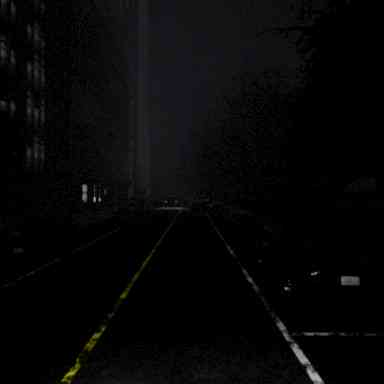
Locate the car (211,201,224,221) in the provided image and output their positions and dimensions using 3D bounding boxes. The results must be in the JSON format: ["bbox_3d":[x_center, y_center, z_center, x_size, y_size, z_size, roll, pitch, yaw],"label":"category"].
[{"bbox_3d":[2.698,1.614,24.540,2.008,1.369,4.403,0,0,0],"label":"car"}]

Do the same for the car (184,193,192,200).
[{"bbox_3d":[-1.002,1.220,89.187,2.097,1.767,4.553,0,0,-1],"label":"car"}]

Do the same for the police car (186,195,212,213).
[{"bbox_3d":[0.737,1.505,38.006,1.930,1.638,5.238,0,0,-3],"label":"police car"}]

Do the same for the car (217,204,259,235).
[{"bbox_3d":[2.697,1.596,18.980,1.887,1.381,4.507,0,0,0],"label":"car"}]

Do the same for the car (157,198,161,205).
[{"bbox_3d":[-6.016,1.640,57.916,1.947,1.339,4.313,0,0,-1],"label":"car"}]

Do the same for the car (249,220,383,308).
[{"bbox_3d":[2.755,1.588,7.865,1.947,1.339,4.313,0,0,0],"label":"car"}]

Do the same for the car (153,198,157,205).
[{"bbox_3d":[-5.823,1.648,41.170,1.947,1.339,4.313,0,0,0],"label":"car"}]

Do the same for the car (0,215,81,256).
[{"bbox_3d":[-5.831,1.605,13.366,1.947,1.339,4.313,0,0,0],"label":"car"}]

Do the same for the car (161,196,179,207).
[{"bbox_3d":[-3.150,1.432,51.859,2.097,1.767,4.553,0,0,-1],"label":"car"}]

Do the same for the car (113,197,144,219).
[{"bbox_3d":[-5.826,1.513,30.050,1.967,1.590,4.097,0,0,0],"label":"car"}]

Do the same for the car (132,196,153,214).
[{"bbox_3d":[-5.824,1.394,35.609,2.192,1.841,5.009,0,0,0],"label":"car"}]

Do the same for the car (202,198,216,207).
[{"bbox_3d":[2.632,1.662,52.320,1.802,1.307,4.206,0,0,-1],"label":"car"}]

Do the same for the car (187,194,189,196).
[{"bbox_3d":[0.677,1.430,53.982,2.097,1.767,4.553,0,0,1],"label":"car"}]

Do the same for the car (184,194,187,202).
[{"bbox_3d":[-0.609,1.245,74.192,2.097,1.767,4.553,0,0,-1],"label":"car"}]

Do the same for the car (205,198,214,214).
[{"bbox_3d":[2.701,1.623,35.662,1.887,1.381,4.507,0,0,0],"label":"car"}]

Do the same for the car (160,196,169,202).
[{"bbox_3d":[-6.598,1.622,80.157,1.802,1.307,4.206,0,0,-1],"label":"car"}]
